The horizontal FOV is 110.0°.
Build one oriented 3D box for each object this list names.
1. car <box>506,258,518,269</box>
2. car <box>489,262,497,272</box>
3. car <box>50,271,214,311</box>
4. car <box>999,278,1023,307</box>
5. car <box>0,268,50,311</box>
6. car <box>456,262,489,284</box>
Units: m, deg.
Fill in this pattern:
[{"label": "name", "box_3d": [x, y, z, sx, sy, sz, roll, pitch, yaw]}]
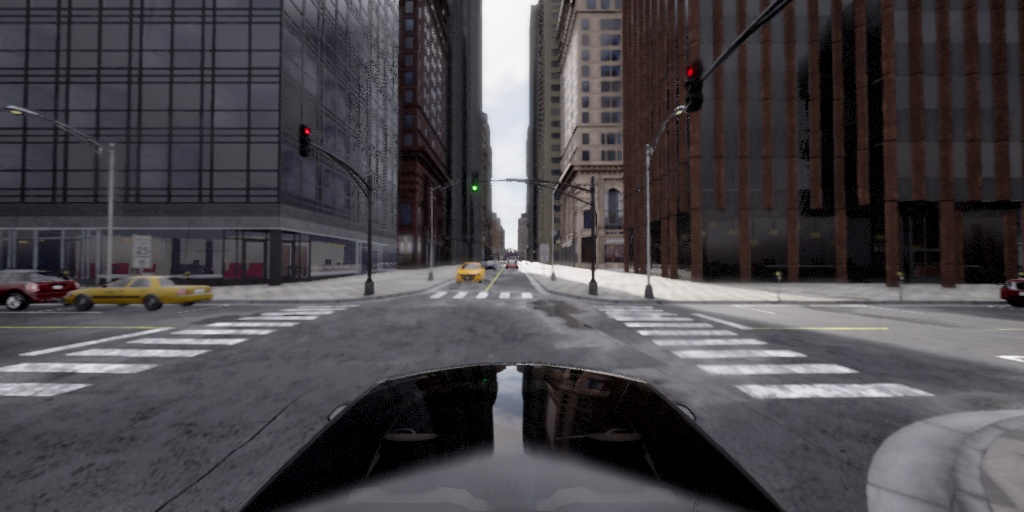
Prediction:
[{"label": "car", "box_3d": [-0.002, 1.393, 56.540, 1.994, 1.385, 4.181, 0, 0, 0]}, {"label": "car", "box_3d": [-3.032, 1.411, 48.775, 1.895, 1.301, 4.718, 0, 0, 0]}, {"label": "car", "box_3d": [-14.752, 1.359, 14.266, 4.829, 1.417, 1.751, 0, 0, 0]}, {"label": "car", "box_3d": [22.826, 1.196, 14.199, 5.009, 1.841, 2.192, 0, 0, 0]}, {"label": "car", "box_3d": [-20.038, 1.268, 14.275, 4.097, 1.591, 1.967, 0, 0, 0]}, {"label": "car", "box_3d": [-3.089, 1.254, 27.608, 1.882, 1.535, 5.008, 0, 0, 0]}]
